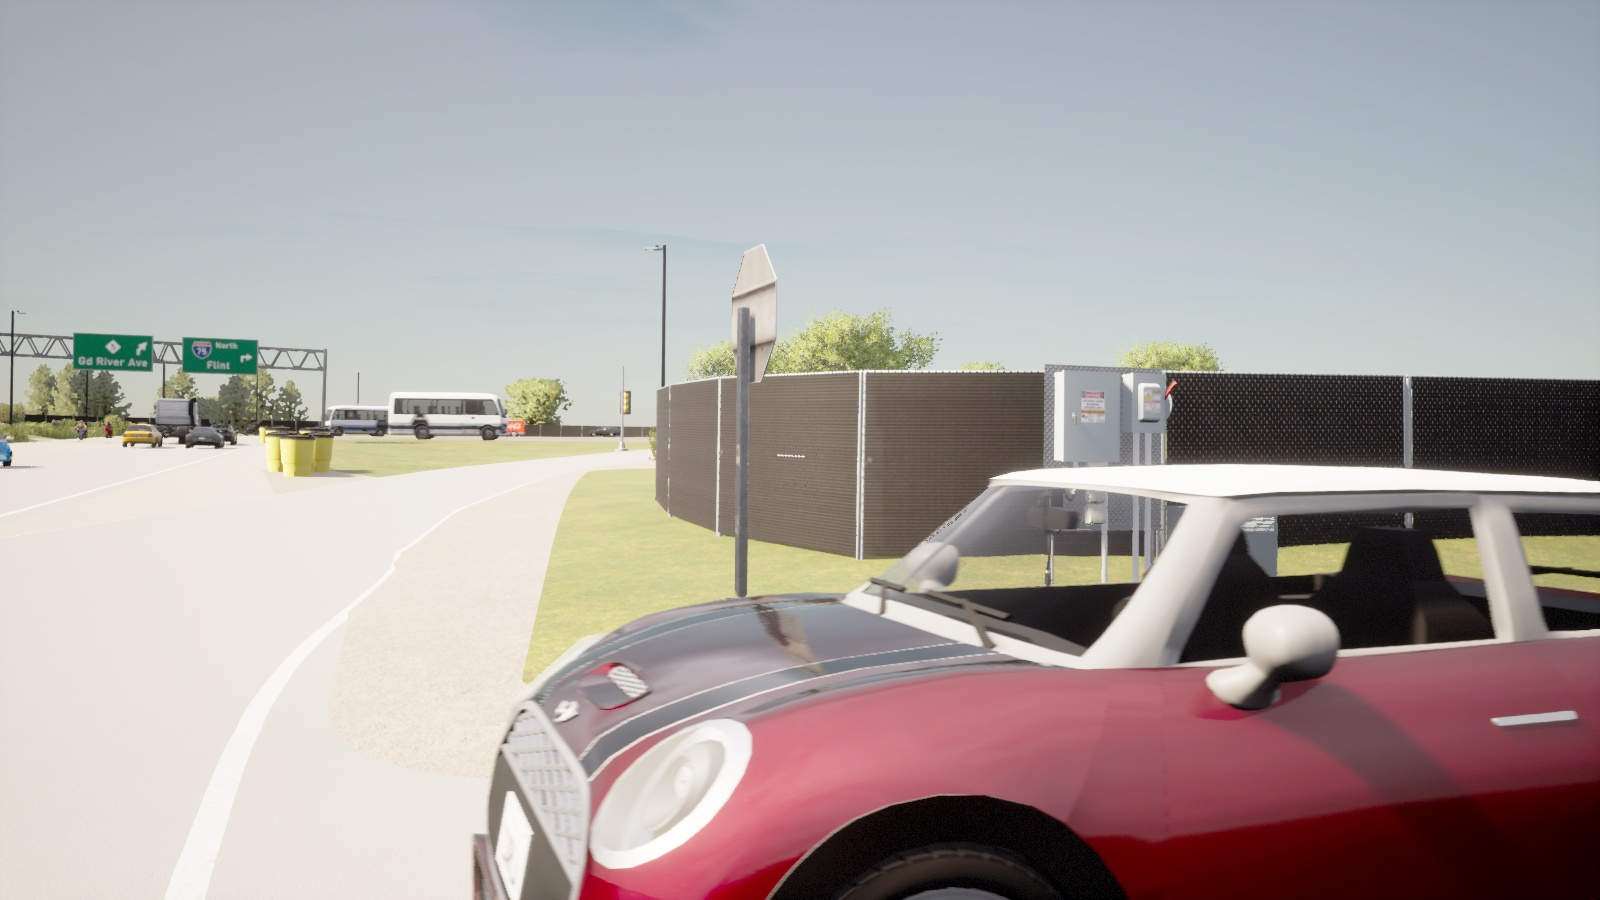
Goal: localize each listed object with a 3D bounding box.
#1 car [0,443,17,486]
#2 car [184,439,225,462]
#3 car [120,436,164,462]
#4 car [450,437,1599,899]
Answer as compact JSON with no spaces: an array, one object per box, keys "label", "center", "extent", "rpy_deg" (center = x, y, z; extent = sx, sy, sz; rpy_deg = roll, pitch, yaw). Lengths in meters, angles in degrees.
[{"label":"car","center":[-27.140,0.465,41.726],"extent":[1.481,1.376,2.207],"rpy_deg":[0,1,-21]},{"label":"car","center":[-37.454,0.015,79.071],"extent":[1.994,1.385,4.181],"rpy_deg":[0,1,-21]},{"label":"car","center":[-40.710,-0.081,77.784],"extent":[1.801,1.575,5.366],"rpy_deg":[0,1,-21]},{"label":"car","center":[1.023,0.716,3.711],"extent":[3.806,1.475,1.970],"rpy_deg":[-1,0,-20]}]
